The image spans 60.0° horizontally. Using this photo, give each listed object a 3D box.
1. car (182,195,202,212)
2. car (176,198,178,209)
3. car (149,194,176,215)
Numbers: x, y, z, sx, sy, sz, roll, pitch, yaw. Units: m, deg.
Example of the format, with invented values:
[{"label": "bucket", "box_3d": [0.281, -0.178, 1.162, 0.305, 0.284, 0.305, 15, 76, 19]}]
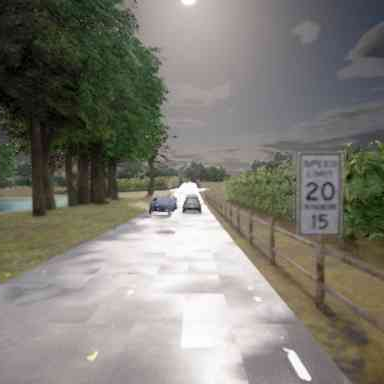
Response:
[{"label": "car", "box_3d": [-0.005, 1.318, 34.679, 1.994, 1.385, 4.181, 0, 1, 0]}, {"label": "car", "box_3d": [-2.763, 1.042, 38.391, 2.097, 1.767, 4.553, 0, 1, 0]}, {"label": "car", "box_3d": [-2.760, 1.105, 30.162, 1.882, 1.535, 5.008, 0, 1, 0]}]
